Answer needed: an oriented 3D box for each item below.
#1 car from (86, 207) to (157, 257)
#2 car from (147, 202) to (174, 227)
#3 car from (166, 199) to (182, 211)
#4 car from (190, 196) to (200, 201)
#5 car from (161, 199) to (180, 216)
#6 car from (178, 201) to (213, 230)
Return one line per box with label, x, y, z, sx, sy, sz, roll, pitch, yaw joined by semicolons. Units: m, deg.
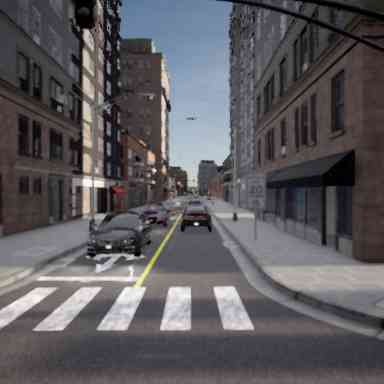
car;-2.718;1.554;13.312;1.837;1.490;4.892;0;0;0
car;-2.618;1.641;23.397;1.994;1.385;4.181;0;0;0
car;-2.405;1.675;44.947;1.812;1.442;4.674;0;0;1
car;0.433;1.655;46.968;1.837;1.490;4.892;0;0;1
car;-2.512;1.614;33.808;1.837;1.490;4.892;0;0;1
car;0.266;1.567;21.337;1.837;1.490;4.892;0;0;0
